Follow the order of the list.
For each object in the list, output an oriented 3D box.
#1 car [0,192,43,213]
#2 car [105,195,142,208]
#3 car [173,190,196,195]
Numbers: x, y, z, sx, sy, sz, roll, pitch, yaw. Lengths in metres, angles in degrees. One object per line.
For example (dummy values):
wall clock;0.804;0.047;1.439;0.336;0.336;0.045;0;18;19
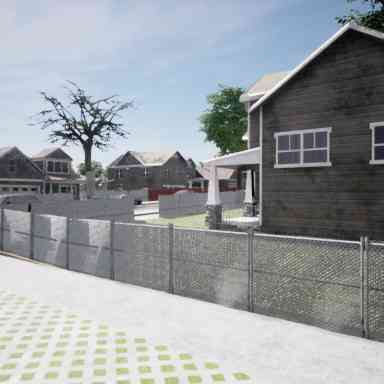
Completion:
car;-12.627;0.948;22.880;2.097;1.767;4.553;0;2;35
car;-6.925;0.925;30.953;1.895;1.301;4.718;0;2;35
car;-1.007;0.522;39.305;1.882;1.535;5.008;0;2;35
